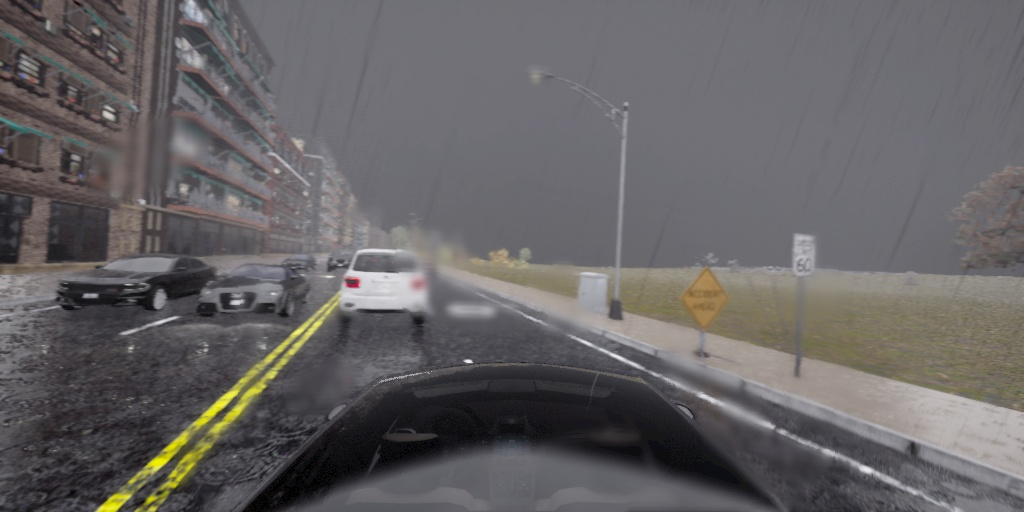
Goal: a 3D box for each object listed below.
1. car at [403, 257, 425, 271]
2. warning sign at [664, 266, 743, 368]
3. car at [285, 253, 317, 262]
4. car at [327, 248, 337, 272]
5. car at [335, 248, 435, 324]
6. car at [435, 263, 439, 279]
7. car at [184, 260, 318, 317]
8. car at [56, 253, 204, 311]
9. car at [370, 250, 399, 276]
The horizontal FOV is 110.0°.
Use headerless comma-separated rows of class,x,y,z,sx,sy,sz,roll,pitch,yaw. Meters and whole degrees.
car,-11.698,0.943,42.517,2.033,1.411,5.357,3,0,-19
warning sign,3.785,1.128,7.154,1.300,1.860,1.060,0,0,-20
car,-17.692,0.501,30.141,2.033,1.411,5.357,3,0,-19
car,-14.690,0.361,31.448,2.150,2.045,5.566,3,-1,-19
car,-3.996,0.818,11.370,2.150,2.045,5.566,3,0,-19
car,-7.348,1.042,30.292,2.128,1.511,4.902,3,-1,-19
car,-7.511,0.953,10.866,1.994,1.385,4.181,3,0,-20
car,-11.010,0.667,11.041,1.882,1.535,5.008,3,-1,-19
car,-11.430,0.554,32.210,2.150,2.045,5.566,3,0,-19
